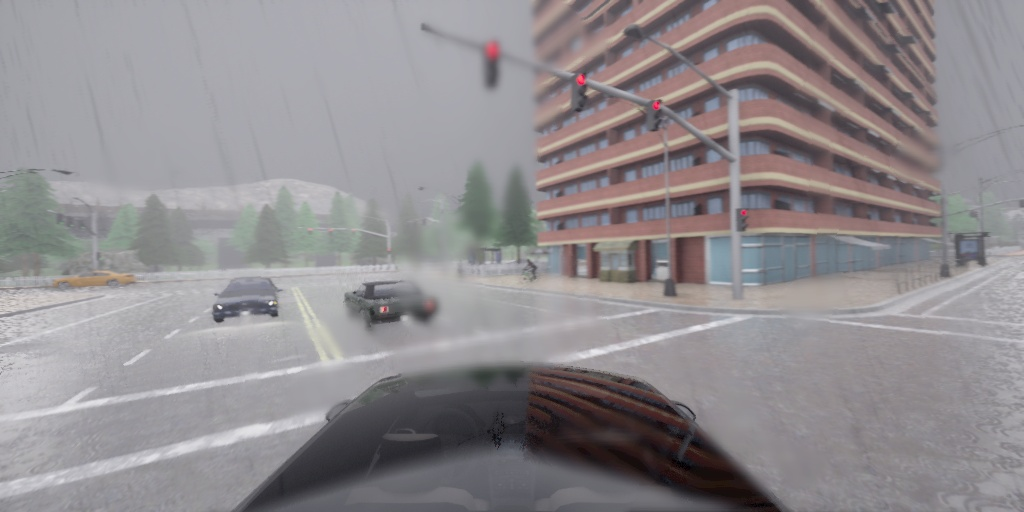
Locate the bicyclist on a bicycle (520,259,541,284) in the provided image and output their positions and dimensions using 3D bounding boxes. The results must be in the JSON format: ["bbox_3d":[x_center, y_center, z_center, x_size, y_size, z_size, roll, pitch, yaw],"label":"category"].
[{"bbox_3d":[1.198,0.988,23.071,1.656,1.620,0.582,-2,0,-33],"label":"bicyclist on a bicycle"}]

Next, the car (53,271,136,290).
[{"bbox_3d":[-37.509,2.116,32.327,5.008,1.535,1.882,-2,0,-26],"label":"car"}]

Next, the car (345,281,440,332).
[{"bbox_3d":[-4.062,1.443,11.525,1.895,1.301,4.718,-2,0,-34],"label":"car"}]

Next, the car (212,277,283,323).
[{"bbox_3d":[-10.117,1.546,13.944,2.033,1.411,5.357,-2,0,-33],"label":"car"}]

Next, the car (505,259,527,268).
[{"bbox_3d":[1.576,1.131,49.242,5.357,1.411,2.033,-2,0,-31],"label":"car"}]
